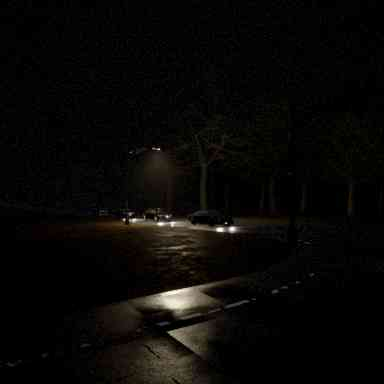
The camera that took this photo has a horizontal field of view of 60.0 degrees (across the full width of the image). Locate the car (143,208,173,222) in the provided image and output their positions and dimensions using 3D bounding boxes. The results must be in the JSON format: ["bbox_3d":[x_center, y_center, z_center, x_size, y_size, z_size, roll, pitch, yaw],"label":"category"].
[{"bbox_3d":[-4.010,2.579,38.012,1.837,1.490,4.892,1,-2,-33],"label":"car"}]

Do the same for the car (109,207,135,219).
[{"bbox_3d":[-9.585,2.896,46.553,2.128,1.511,4.902,1,-2,-33],"label":"car"}]

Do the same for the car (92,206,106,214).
[{"bbox_3d":[-18.647,3.584,67.124,2.128,1.511,4.902,1,-2,-33],"label":"car"}]

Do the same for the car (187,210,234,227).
[{"bbox_3d":[1.486,2.281,29.646,2.033,1.411,5.357,0,-2,-30],"label":"car"}]
